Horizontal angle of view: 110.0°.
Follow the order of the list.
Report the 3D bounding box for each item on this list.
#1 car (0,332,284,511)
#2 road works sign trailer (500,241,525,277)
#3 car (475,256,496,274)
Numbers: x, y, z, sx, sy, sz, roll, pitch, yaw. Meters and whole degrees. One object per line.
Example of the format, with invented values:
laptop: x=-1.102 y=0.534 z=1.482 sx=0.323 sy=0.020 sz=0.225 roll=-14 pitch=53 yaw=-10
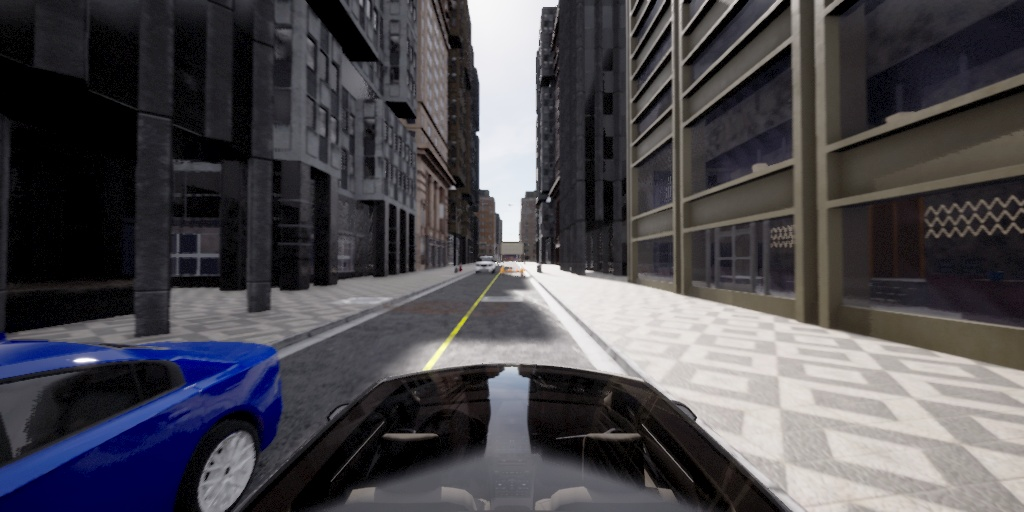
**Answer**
car: x=-3.099 y=1.228 z=1.309 sx=1.882 sy=1.535 sz=5.008 roll=0 pitch=0 yaw=0
road works sign trailer: x=-0.008 y=0.260 z=36.312 sx=2.380 sy=3.560 sz=2.880 roll=0 pitch=0 yaw=0
car: x=-3.099 y=1.030 z=42.529 sx=2.150 sy=2.045 sz=5.566 roll=0 pitch=0 yaw=0
